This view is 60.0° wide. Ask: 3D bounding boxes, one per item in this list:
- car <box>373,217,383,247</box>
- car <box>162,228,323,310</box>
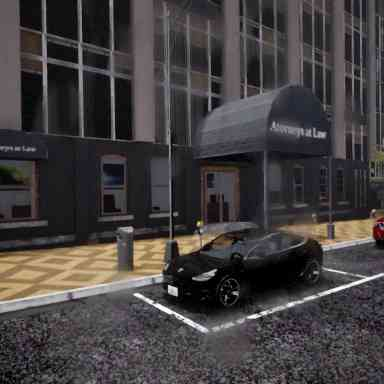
[{"bbox_3d":[9.633,1.310,14.045,5.009,1.841,2.192,0,-1,-37],"label":"car"},{"bbox_3d":[1.360,1.564,7.838,4.313,1.339,1.947,0,-1,-37],"label":"car"}]
